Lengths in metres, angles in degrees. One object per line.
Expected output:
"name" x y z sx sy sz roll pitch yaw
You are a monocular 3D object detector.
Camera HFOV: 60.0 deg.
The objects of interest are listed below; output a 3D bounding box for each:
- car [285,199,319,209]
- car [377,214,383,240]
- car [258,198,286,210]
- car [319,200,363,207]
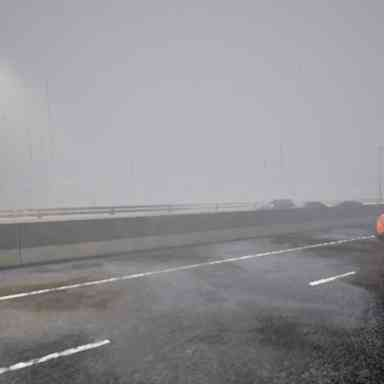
"car" 12.058 1.658 34.154 4.674 1.442 1.812 0 -1 -35
"car" 10.850 1.355 15.922 4.553 1.767 2.097 0 -1 -35
"car" 9.380 1.529 36.549 4.553 1.767 2.097 0 0 -35
"car" 14.612 1.592 31.675 4.892 1.490 1.837 0 -1 -35
